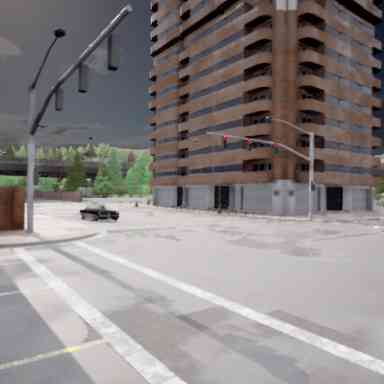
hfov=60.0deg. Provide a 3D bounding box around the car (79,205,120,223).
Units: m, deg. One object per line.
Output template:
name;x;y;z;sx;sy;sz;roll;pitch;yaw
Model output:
car;-7.639;1.719;27.321;1.895;1.301;4.718;1;0;-36
